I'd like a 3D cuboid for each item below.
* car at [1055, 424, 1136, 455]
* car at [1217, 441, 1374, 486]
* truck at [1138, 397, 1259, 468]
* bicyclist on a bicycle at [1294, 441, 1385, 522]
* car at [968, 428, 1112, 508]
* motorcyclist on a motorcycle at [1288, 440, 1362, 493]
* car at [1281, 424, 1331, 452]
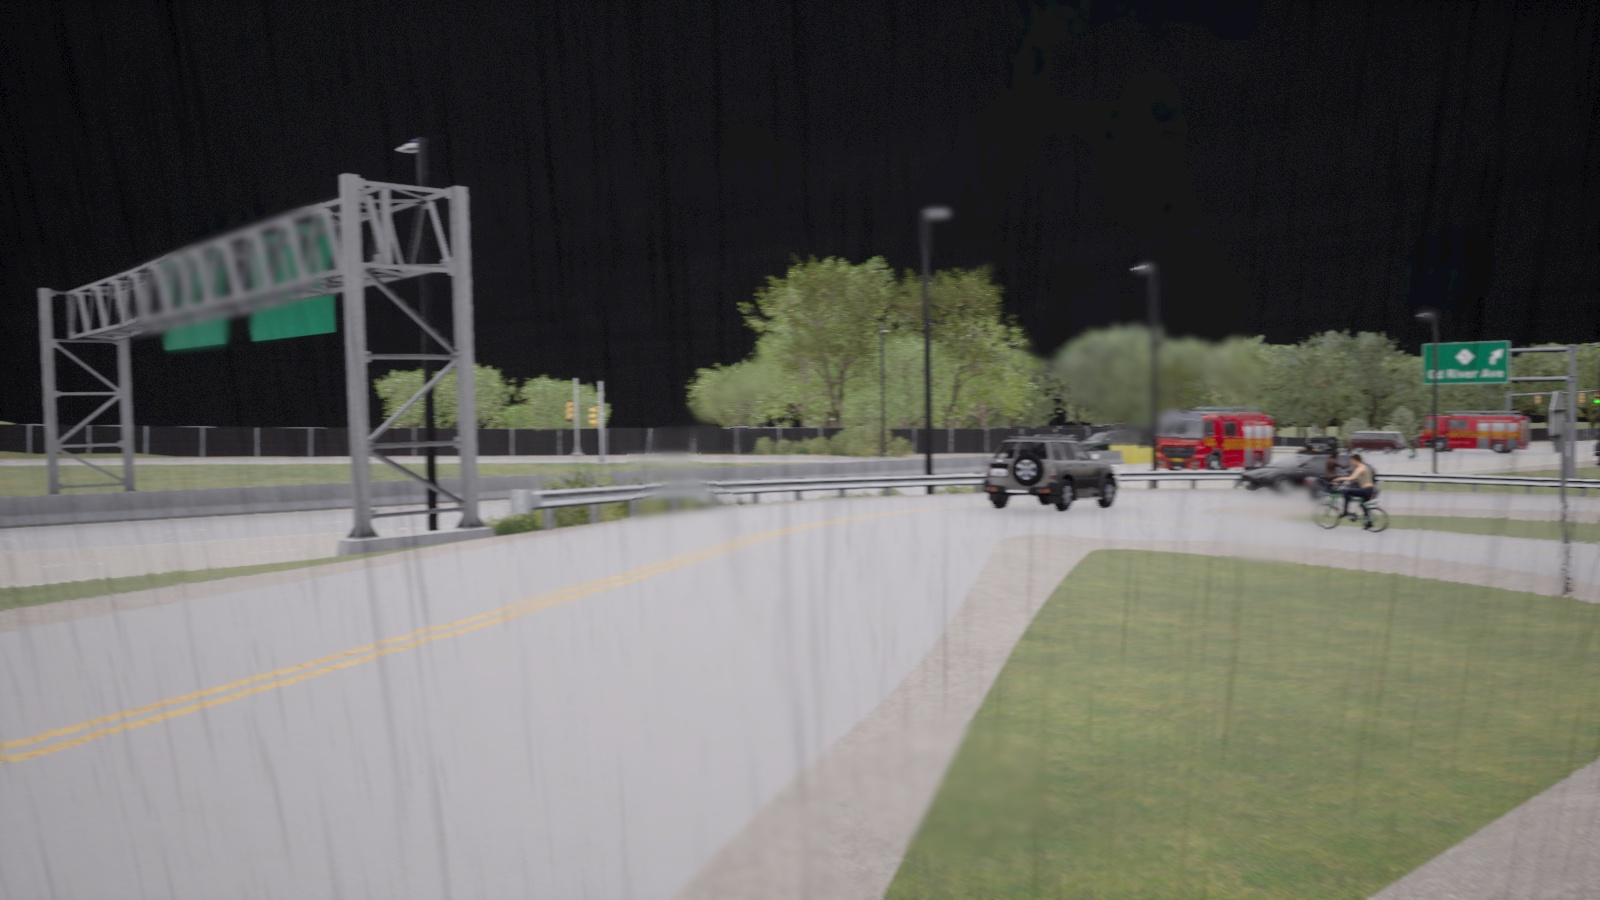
[{"bbox_3d":[21.378,-0.789,90.869,5.566,2.045,2.150,-1,2,-24],"label":"car"},{"bbox_3d":[17.605,0.445,44.709,4.792,1.488,2.163,0,2,-13],"label":"car"},{"bbox_3d":[22.997,-1.060,72.142,8.468,3.827,2.891,-3,2,-44],"label":"truck"},{"bbox_3d":[11.200,0.634,26.106,1.509,1.612,0.866,1,1,44],"label":"bicyclist on a bicycle"},{"bbox_3d":[6.105,0.409,31.527,1.932,1.855,4.605,0,0,34],"label":"car"},{"bbox_3d":[16.847,0.513,40.297,2.350,1.649,0.766,0,2,-25],"label":"motorcyclist on a motorcycle"},{"bbox_3d":[36.183,-0.857,89.820,3.866,1.878,1.905,-3,2,-44],"label":"car"}]
